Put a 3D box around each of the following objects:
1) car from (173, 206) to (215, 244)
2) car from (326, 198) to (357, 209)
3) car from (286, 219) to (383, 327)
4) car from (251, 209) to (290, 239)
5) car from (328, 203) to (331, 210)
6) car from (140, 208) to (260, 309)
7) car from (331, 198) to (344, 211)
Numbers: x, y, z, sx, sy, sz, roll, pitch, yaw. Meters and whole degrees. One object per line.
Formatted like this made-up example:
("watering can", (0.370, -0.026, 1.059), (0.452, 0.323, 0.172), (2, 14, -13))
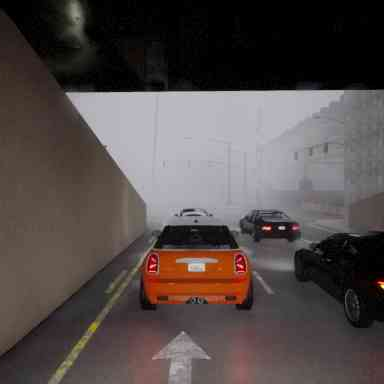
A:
("car", (0.095, 1.526, 16.691), (1.812, 1.442, 4.674), (0, 0, 0))
("car", (17.563, 1.295, 38.898), (1.853, 1.218, 4.536), (0, 0, 45))
("car", (3.585, 1.526, 6.870), (1.812, 1.442, 4.674), (0, 0, 0))
("car", (3.628, 1.547, 16.362), (2.033, 1.411, 5.357), (0, 0, -3))
("car", (17.527, 1.453, 38.861), (2.038, 1.542, 4.974), (0, 0, 45))
("car", (0.087, 1.352, 8.013), (2.097, 1.767, 4.553), (0, 0, 0))
("car", (17.424, 1.453, 34.254), (2.038, 1.542, 4.974), (0, 0, -35))
